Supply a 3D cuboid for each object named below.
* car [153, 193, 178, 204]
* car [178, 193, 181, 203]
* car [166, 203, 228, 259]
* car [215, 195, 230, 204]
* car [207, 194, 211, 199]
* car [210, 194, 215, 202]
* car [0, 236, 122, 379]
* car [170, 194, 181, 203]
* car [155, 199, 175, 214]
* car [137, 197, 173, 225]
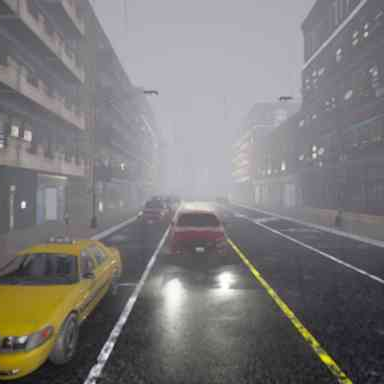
[{"bbox_3d":[-2.648,1.217,28.529,2.192,1.841,5.009,0,0,-1],"label":"car"},{"bbox_3d":[-2.955,1.122,56.709,2.192,1.841,5.009,0,0,-1],"label":"car"},{"bbox_3d":[0.213,1.438,12.636,1.882,1.535,5.008,0,1,-1],"label":"car"},{"bbox_3d":[5.421,1.350,56.967,1.752,1.417,4.829,0,0,-1],"label":"car"},{"bbox_3d":[5.055,1.258,90.611,2.008,1.369,4.403,0,0,-1],"label":"car"},{"bbox_3d":[5.300,1.331,68.069,1.887,1.381,4.507,0,0,-1],"label":"car"},{"bbox_3d":[-2.402,1.501,5.814,1.752,1.417,4.829,0,0,-1],"label":"car"},{"bbox_3d":[-3.018,1.227,62.344,1.967,1.590,4.097,0,0,-1],"label":"car"},{"bbox_3d":[-2.712,1.465,34.166,1.802,1.307,4.206,0,0,-1],"label":"car"},{"bbox_3d":[-2.588,1.361,22.893,1.967,1.590,4.097,0,0,-1],"label":"car"}]
